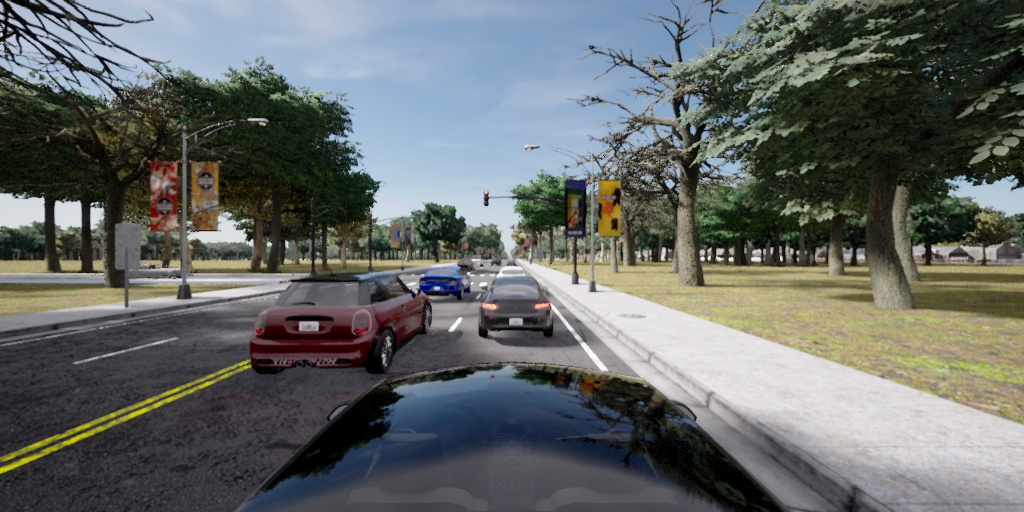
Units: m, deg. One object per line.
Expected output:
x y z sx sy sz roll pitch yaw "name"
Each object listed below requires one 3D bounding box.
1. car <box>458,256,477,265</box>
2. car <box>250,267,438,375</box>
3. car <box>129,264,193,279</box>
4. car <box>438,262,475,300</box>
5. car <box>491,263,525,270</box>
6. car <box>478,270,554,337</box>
-6.665 1.133 51.469 2.097 1.767 4.553 0 0 0 "car"
-3.158 1.105 7.671 2.097 1.767 4.553 0 0 0 "car"
-29.744 1.332 29.979 4.718 1.301 1.895 0 0 0 "car"
-3.175 1.234 17.780 1.882 1.535 5.008 0 0 1 "car"
0.038 1.283 19.259 1.812 1.442 4.674 0 0 0 "car"
0.088 1.279 10.156 1.812 1.442 4.674 0 0 0 "car"
